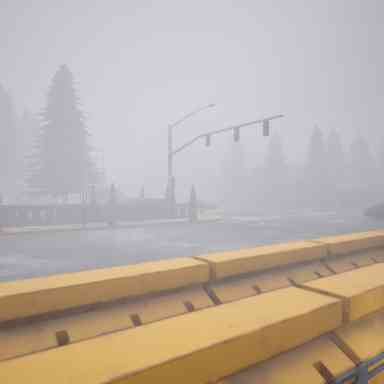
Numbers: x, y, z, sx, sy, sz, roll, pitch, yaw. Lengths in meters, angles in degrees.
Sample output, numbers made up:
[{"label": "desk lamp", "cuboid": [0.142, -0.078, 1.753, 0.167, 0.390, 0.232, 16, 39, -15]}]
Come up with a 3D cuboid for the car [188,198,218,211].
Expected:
[{"label": "car", "cuboid": [1.301, 1.525, 41.938, 1.812, 1.442, 4.674, 0, 0, -36]}]

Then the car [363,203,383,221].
[{"label": "car", "cuboid": [15.679, 1.526, 25.426, 4.674, 1.442, 1.812, 0, 0, 37]}]
